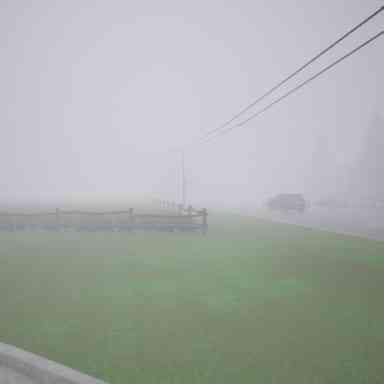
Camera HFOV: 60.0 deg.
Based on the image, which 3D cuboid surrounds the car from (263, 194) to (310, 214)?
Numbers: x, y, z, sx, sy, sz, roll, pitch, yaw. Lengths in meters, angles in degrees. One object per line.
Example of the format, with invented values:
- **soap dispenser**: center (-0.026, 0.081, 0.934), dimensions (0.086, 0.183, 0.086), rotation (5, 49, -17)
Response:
- **car**: center (10.228, 1.221, 36.343), dimensions (2.150, 2.045, 5.566), rotation (0, 0, -12)

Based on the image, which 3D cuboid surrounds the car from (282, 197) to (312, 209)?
- **car**: center (15.005, 1.477, 47.840), dimensions (1.882, 1.535, 5.008), rotation (0, 0, -12)

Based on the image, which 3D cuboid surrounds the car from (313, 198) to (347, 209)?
- **car**: center (18.971, 1.547, 45.942), dimensions (2.033, 1.411, 5.357), rotation (0, 0, -12)
